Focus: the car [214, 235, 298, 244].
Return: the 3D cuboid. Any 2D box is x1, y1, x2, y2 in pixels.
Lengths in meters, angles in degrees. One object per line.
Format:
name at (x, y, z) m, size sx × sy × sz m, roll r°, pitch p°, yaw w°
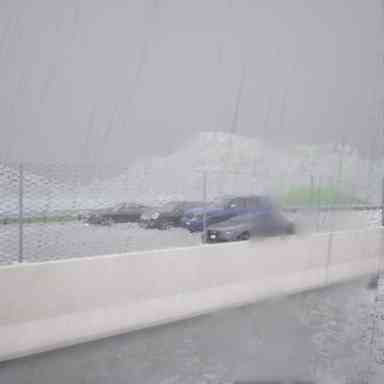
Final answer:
car at (2.505, 1.542, 13.873) m, size 4.181 × 1.385 × 1.994 m, roll 0°, pitch 0°, yaw -32°
